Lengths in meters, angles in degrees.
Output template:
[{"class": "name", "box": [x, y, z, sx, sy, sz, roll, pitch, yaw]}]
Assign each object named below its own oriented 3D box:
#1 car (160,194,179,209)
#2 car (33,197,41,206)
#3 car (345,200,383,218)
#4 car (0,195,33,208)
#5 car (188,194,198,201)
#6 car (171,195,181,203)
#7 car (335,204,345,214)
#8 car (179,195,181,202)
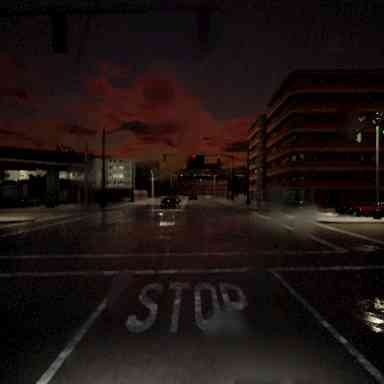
[{"class": "car", "box": [-3.100, 1.433, 43.692, 1.837, 1.490, 4.892, 0, 0, -1]}, {"class": "car", "box": [-24.032, 1.376, 48.002, 3.806, 1.475, 1.970, 0, 0, 1]}, {"class": "car", "box": [16.300, 1.553, 28.848, 4.718, 1.301, 1.895, 0, 0, -3]}, {"class": "car", "box": [-23.315, 1.225, 42.251, 4.611, 1.667, 2.242, 0, 0, 1]}, {"class": "car", "box": [0.205, 1.228, 72.363, 1.837, 1.490, 4.892, 0, 0, 0]}, {"class": "car", "box": [-3.270, 1.364, 69.310, 1.882, 1.535, 5.008, 0, 0, 0]}, {"class": "car", "box": [16.216, 1.511, 32.330, 4.181, 1.385, 1.994, 0, 0, 1]}, {"class": "car", "box": [-3.231, 1.258, 56.675, 2.097, 1.767, 4.553, 0, 0, 0]}]
